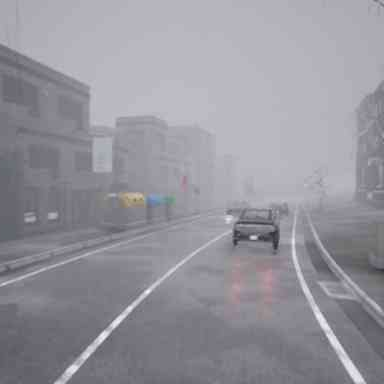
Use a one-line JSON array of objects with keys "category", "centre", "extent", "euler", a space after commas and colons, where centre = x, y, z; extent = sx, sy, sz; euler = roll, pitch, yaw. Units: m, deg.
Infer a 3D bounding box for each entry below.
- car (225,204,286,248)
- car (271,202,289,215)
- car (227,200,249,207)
[{"category": "car", "centre": [2.970, 1.511, 14.919], "extent": [2.128, 1.511, 4.902], "euler": [1, 0, 15]}, {"category": "car", "centre": [9.150, 1.662, 34.916], "extent": [1.895, 1.301, 4.718], "euler": [1, 0, 18]}, {"category": "car", "centre": [4.754, 1.548, 33.308], "extent": [2.033, 1.411, 5.357], "euler": [1, 0, 18]}]
